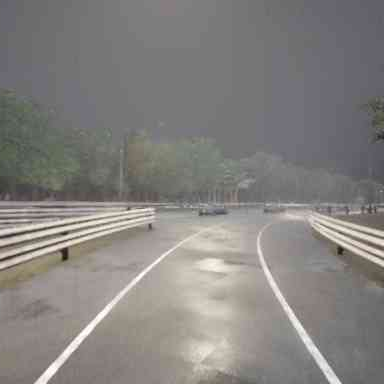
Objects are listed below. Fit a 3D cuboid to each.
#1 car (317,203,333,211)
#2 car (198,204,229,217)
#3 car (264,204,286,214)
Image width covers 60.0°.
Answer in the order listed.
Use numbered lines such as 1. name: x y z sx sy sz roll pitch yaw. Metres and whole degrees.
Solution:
1. car: 27.611 3.074 69.148 2.097 1.767 4.553 0 -2 39
2. car: 2.568 2.136 38.472 1.994 1.385 4.181 0 -2 39
3. car: 12.685 2.597 50.860 1.994 1.385 4.181 0 -2 39
